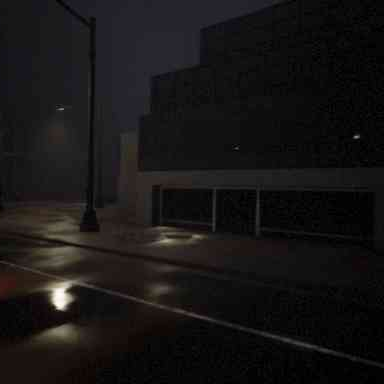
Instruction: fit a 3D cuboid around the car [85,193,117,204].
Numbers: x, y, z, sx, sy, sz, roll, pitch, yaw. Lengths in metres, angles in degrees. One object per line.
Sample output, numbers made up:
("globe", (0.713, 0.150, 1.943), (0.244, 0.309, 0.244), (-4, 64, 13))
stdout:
("car", (-12.097, 0.886, 44.427), (1.994, 1.385, 4.181), (2, 1, 36))
